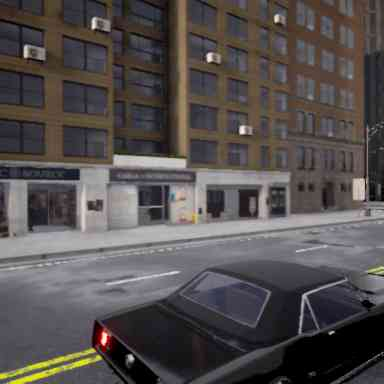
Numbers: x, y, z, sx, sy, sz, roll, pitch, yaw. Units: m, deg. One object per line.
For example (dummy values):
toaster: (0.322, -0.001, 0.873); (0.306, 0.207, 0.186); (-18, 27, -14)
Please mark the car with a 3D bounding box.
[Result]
car: (1.300, 1.585, 4.365); (4.718, 1.301, 1.895); (0, 0, -36)
